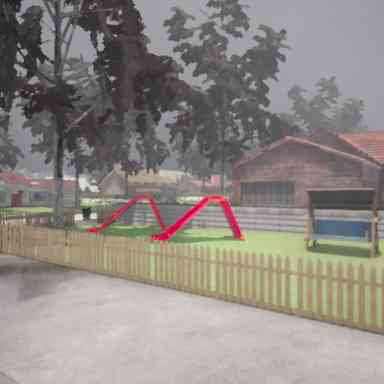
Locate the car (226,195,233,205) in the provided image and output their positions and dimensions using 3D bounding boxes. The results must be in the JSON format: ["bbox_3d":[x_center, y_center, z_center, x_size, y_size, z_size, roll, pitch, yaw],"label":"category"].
[{"bbox_3d":[5.928,1.543,50.001,1.837,1.490,4.892,0,0,36],"label":"car"}]

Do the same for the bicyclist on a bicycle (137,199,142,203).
[{"bbox_3d":[-4.412,1.381,28.155,1.656,1.620,0.582,0,0,35],"label":"bicyclist on a bicycle"}]

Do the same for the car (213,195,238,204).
[{"bbox_3d":[5.768,1.240,56.753,1.882,1.535,5.008,0,0,35],"label":"car"}]

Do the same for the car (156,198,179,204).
[{"bbox_3d":[-3.736,1.551,43.570,1.837,1.490,4.892,0,0,36],"label":"car"}]
